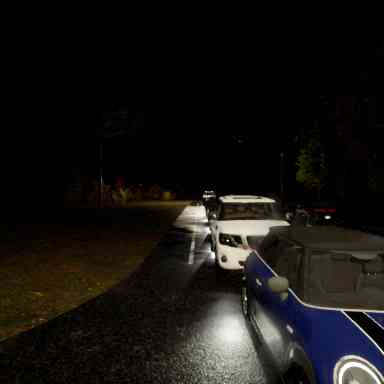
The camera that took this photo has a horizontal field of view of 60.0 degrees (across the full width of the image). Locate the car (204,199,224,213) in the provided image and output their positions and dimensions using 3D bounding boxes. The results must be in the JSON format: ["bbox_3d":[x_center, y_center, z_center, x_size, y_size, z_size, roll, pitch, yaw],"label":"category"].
[{"bbox_3d":[2.303,1.415,35.419,1.895,1.301,4.718,0,0,1],"label":"car"}]

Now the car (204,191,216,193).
[{"bbox_3d":[2.833,0.938,54.427,2.150,2.045,5.566,0,0,2],"label":"car"}]

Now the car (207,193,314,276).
[{"bbox_3d":[1.727,1.160,10.489,2.150,2.045,5.566,0,0,1],"label":"car"}]

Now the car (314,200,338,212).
[{"bbox_3d":[9.039,1.392,24.429,1.837,1.490,4.892,0,0,1],"label":"car"}]

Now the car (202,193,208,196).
[{"bbox_3d":[2.460,1.275,41.585,2.128,1.511,4.902,0,0,2],"label":"car"}]

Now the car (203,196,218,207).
[{"bbox_3d":[2.646,1.314,47.994,1.994,1.385,4.181,0,0,2],"label":"car"}]

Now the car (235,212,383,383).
[{"bbox_3d":[1.940,1.338,4.143,2.097,1.767,4.553,0,0,0],"label":"car"}]

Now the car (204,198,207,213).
[{"bbox_3d":[2.012,1.380,23.076,1.837,1.490,4.892,0,0,1],"label":"car"}]

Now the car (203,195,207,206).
[{"bbox_3d":[2.158,1.322,29.330,1.882,1.535,5.008,0,0,1],"label":"car"}]
